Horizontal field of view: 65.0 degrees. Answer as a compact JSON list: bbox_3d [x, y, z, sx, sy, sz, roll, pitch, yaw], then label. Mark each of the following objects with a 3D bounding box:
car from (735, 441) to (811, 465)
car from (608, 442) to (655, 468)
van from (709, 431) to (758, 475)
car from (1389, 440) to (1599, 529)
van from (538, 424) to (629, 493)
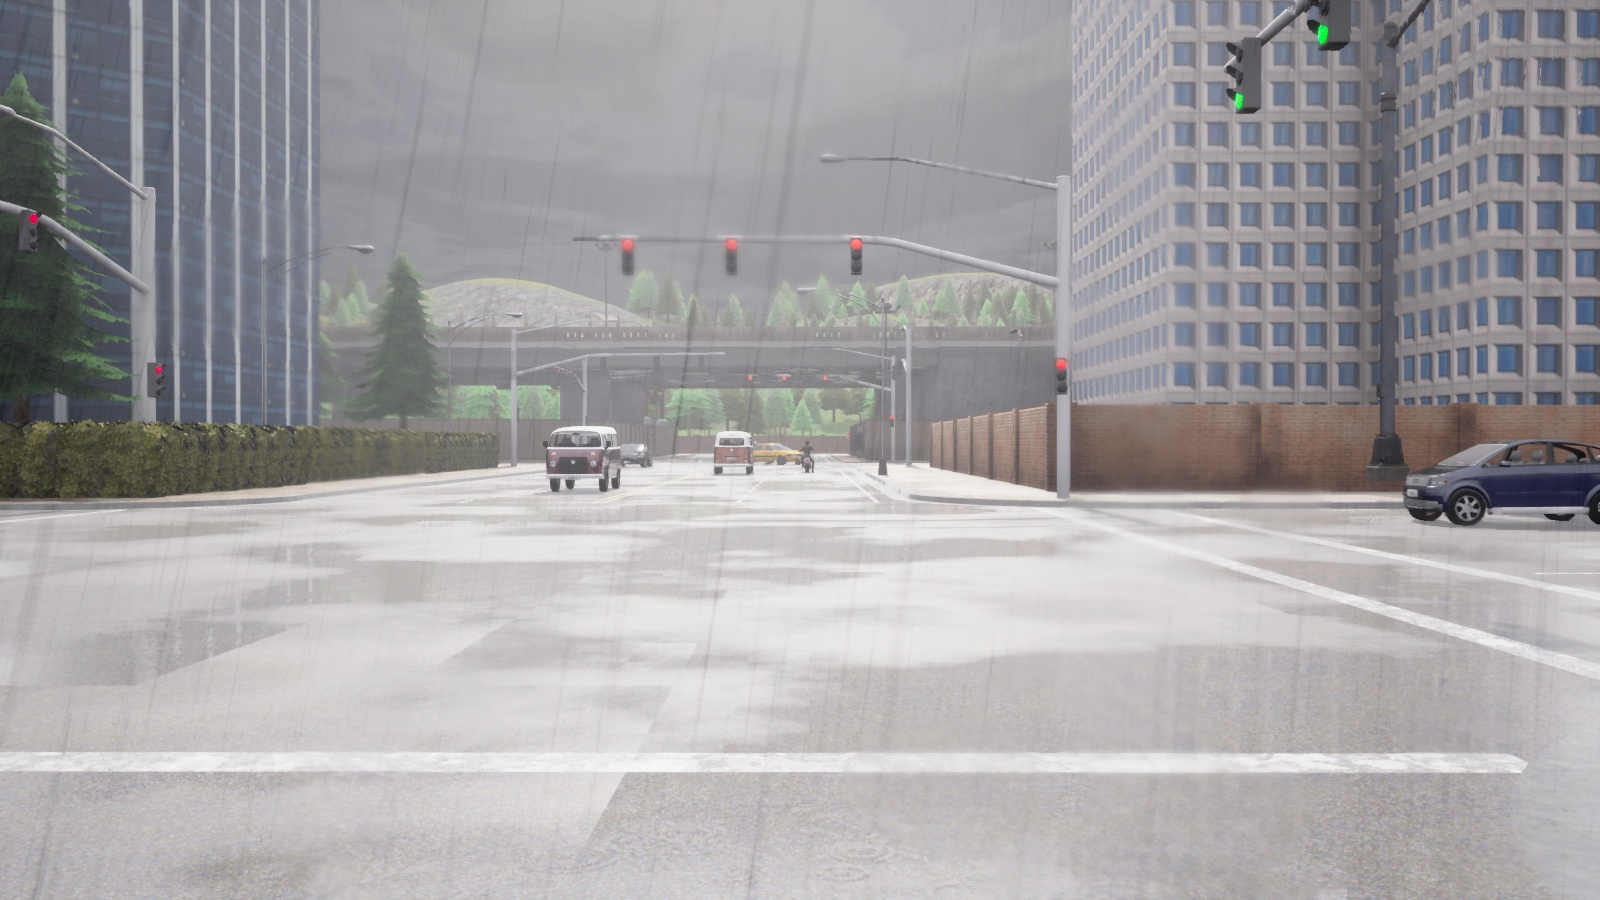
[{"bbox_3d":[-1.790,0.186,82.734,1.801,1.575,5.366,0,0,-45],"label":"car"},{"bbox_3d":[-10.076,0.290,75.627,2.163,1.488,4.792,0,0,0],"label":"car"},{"bbox_3d":[-3.158,0.126,60.408,2.069,2.038,4.480,0,0,0],"label":"van"},{"bbox_3d":[13.063,0.600,22.997,3.705,1.549,1.789,-1,0,1],"label":"car"},{"bbox_3d":[-6.770,0.240,39.687,2.069,2.038,4.480,0,0,0],"label":"van"}]
